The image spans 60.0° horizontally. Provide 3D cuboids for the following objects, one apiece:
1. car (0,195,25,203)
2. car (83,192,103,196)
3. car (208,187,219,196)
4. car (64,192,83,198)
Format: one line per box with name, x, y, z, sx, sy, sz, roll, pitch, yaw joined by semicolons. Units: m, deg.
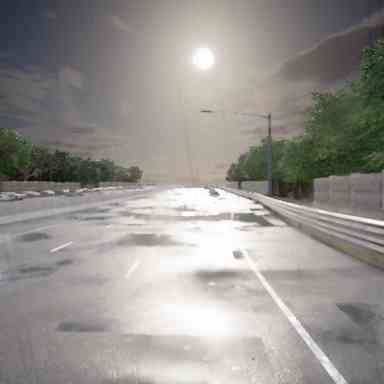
car;-23.715;1.064;43.631;1.994;1.385;4.181;0;1;2
car;-16.372;0.742;56.602;1.812;1.442;4.674;0;1;2
car;5.359;0.181;79.850;1.895;1.301;4.718;0;2;2
car;-19.867;0.774;56.287;2.033;1.411;5.357;0;1;2
